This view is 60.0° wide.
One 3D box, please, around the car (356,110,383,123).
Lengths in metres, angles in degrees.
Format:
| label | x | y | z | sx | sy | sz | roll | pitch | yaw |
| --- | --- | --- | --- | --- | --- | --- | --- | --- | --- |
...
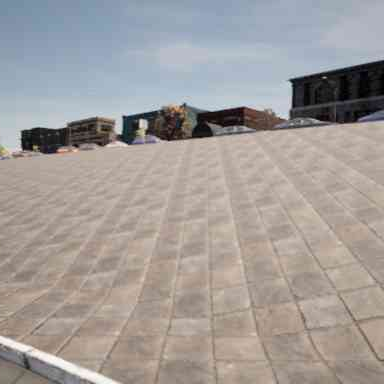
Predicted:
| label | x | y | z | sx | sy | sz | roll | pitch | yaw |
| --- | --- | --- | --- | --- | --- | --- | --- | --- | --- |
| car | 12.140 | -4.146 | 19.486 | 4.674 | 1.452 | 2.002 | 3 | 2 | 41 |

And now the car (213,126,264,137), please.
| label | x | y | z | sx | sy | sz | roll | pitch | yaw |
| --- | --- | --- | --- | --- | --- | --- | --- | --- | --- |
| car | 3.866 | -4.544 | 26.826 | 4.892 | 1.521 | 2.231 | 2 | 2 | 42 |

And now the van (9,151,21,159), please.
| label | x | y | z | sx | sy | sz | roll | pitch | yaw |
| --- | --- | --- | --- | --- | --- | --- | --- | --- | --- |
| van | -28.745 | -5.978 | 56.399 | 4.442 | 1.987 | 1.878 | 2 | 1 | 42 |

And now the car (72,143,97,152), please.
| label | x | y | z | sx | sy | sz | roll | pitch | yaw |
| --- | --- | --- | --- | --- | --- | --- | --- | --- | --- |
| car | -12.504 | -5.298 | 41.671 | 4.553 | 1.767 | 2.185 | 2 | 2 | 42 |

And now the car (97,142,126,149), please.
| label | x | y | z | sx | sy | sz | roll | pitch | yaw |
| --- | --- | --- | --- | --- | --- | --- | --- | --- | --- |
| car | -8.304 | -4.972 | 37.862 | 4.674 | 1.452 | 2.002 | 2 | 2 | 42 |

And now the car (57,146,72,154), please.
| label | x | y | z | sx | sy | sz | roll | pitch | yaw |
| --- | --- | --- | --- | --- | --- | --- | --- | --- | --- |
| car | -16.592 | -5.450 | 45.378 | 4.553 | 1.767 | 2.185 | 2 | 2 | 42 |

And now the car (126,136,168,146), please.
| label | x | y | z | sx | sy | sz | roll | pitch | yaw |
| --- | --- | --- | --- | --- | --- | --- | --- | --- | --- |
| car | -4.233 | -4.983 | 34.170 | 4.553 | 1.767 | 2.185 | 2 | 2 | 42 |

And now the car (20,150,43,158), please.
| label | x | y | z | sx | sy | sz | roll | pitch | yaw |
| --- | --- | --- | --- | --- | --- | --- | --- | --- | --- |
| car | -24.752 | -5.615 | 52.778 | 4.892 | 1.521 | 2.231 | 2 | 1 | 42 |

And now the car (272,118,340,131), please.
| label | x | y | z | sx | sy | sz | roll | pitch | yaw |
| --- | --- | --- | --- | --- | --- | --- | --- | --- | --- |
| car | 7.959 | -4.374 | 23.125 | 4.892 | 1.521 | 2.231 | 2 | 2 | 42 |

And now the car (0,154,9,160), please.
| label | x | y | z | sx | sy | sz | roll | pitch | yaw |
| --- | --- | --- | --- | --- | --- | --- | --- | --- | --- |
| car | -32.928 | -5.849 | 60.194 | 4.674 | 1.452 | 2.002 | 2 | 1 | 42 |
